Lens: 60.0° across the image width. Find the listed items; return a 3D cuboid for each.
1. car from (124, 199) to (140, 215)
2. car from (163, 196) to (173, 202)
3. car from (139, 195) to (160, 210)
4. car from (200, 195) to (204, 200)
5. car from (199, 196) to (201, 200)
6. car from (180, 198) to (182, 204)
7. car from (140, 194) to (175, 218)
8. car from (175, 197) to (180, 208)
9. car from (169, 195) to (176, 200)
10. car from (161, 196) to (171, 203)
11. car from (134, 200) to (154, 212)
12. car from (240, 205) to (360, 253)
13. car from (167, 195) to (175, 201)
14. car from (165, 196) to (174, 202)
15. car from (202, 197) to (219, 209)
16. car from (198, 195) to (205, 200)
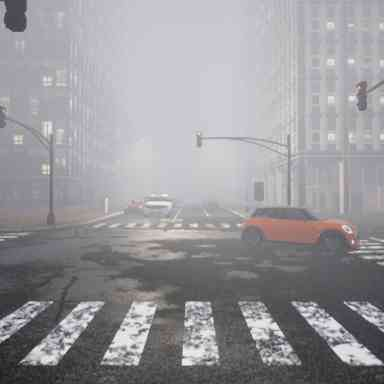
[{"bbox_3d":[-5.639,1.476,33.812,1.967,1.590,4.097,1,0,0],"label":"car"},{"bbox_3d":[-5.595,1.635,78.413,2.008,1.369,4.403,1,0,0],"label":"car"},{"bbox_3d":[-5.625,1.363,44.962,2.192,1.841,5.009,1,0,0],"label":"car"},{"bbox_3d":[2.763,1.586,56.341,1.752,1.417,4.829,1,0,0],"label":"car"},{"bbox_3d":[2.768,1.632,61.748,1.947,1.339,4.313,1,0,0],"label":"car"},{"bbox_3d":[-2.933,1.678,64.883,1.994,1.385,4.181,0,0,0],"label":"car"},{"bbox_3d":[-3.066,1.252,30.794,2.150,2.045,5.566,0,0,0],"label":"car"},{"bbox_3d":[-3.045,1.576,47.935,1.812,1.442,4.674,0,0,0],"label":"car"},{"bbox_3d":[-5.578,1.669,95.138,1.947,1.339,4.313,1,0,0],"label":"car"},{"bbox_3d":[-5.601,1.623,72.838,1.887,1.381,4.507,1,0,0],"label":"car"},{"bbox_3d":[-5.636,1.624,39.387,1.802,1.307,4.206,1,0,0],"label":"car"},{"bbox_3d":[4.368,1.366,13.721,4.553,1.767,2.097,0,-1,28],"label":"car"},{"bbox_3d":[-5.583,1.648,89.563,2.008,1.369,4.403,1,0,0],"label":"car"},{"bbox_3d":[-5.589,1.635,83.988,1.887,1.381,4.507,1,0,0],"label":"car"},{"bbox_3d":[2.750,1.630,45.015,1.802,1.307,4.206,1,0,0],"label":"car"},{"bbox_3d":[2.803,1.648,95.211,1.887,1.381,4.507,1,0,0],"label":"car"}]
